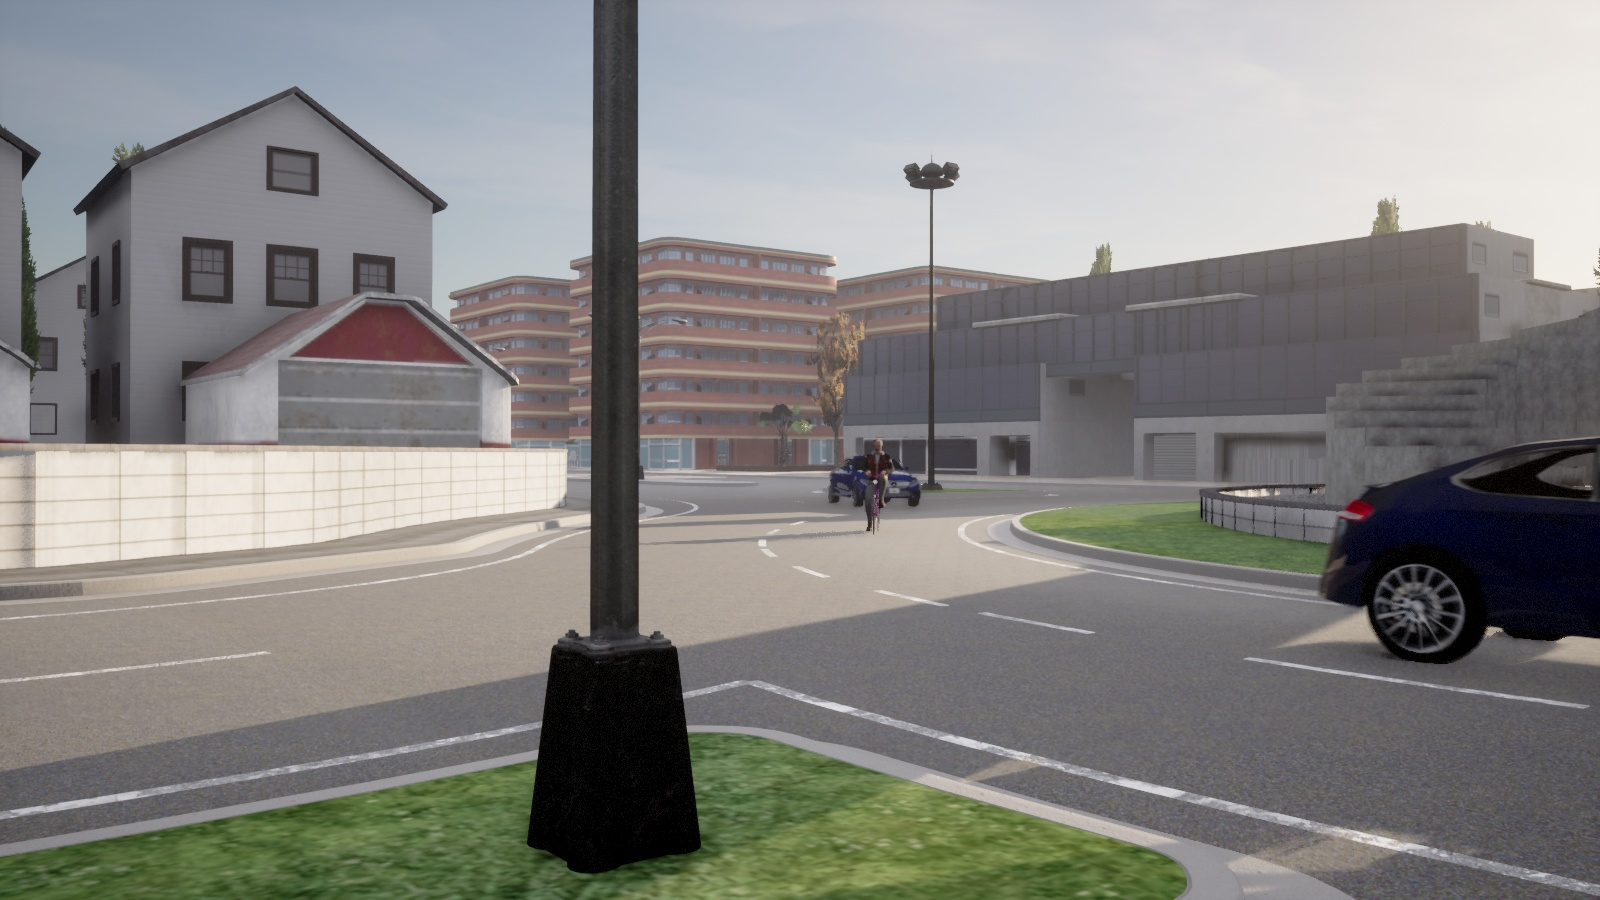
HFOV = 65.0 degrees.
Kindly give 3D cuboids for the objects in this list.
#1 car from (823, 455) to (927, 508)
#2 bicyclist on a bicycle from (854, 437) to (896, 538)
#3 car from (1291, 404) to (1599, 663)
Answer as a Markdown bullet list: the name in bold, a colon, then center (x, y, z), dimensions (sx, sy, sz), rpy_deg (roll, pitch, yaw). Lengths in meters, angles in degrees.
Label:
- **car**: center (2.087, 0.855, 36.388), dimensions (1.812, 1.442, 4.674), rpy_deg (0, 0, -12)
- **bicyclist on a bicycle**: center (1.402, 0.669, 23.181), dimensions (0.659, 1.776, 1.843), rpy_deg (0, 0, 7)
- **car**: center (6.191, 0.531, 8.378), dimensions (2.152, 1.651, 5.027), rpy_deg (0, 0, -38)
